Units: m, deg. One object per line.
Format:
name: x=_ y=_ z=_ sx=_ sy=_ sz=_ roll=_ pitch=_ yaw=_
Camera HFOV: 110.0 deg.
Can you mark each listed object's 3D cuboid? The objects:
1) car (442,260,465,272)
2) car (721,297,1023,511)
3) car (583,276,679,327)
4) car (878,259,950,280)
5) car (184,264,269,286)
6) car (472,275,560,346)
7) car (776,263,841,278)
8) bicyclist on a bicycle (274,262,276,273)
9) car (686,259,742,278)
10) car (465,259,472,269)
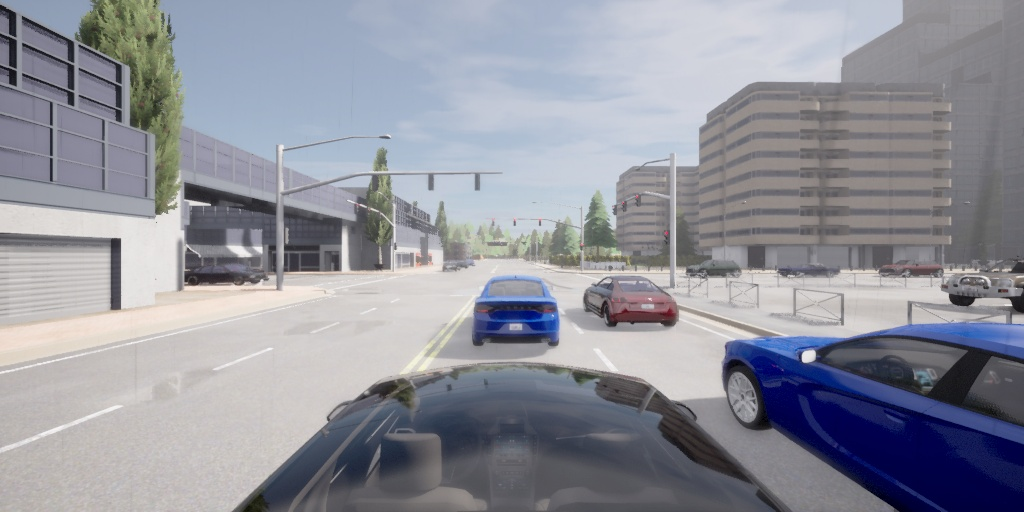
car: x=-7.840 y=1.242 z=46.823 sx=2.128 sy=1.511 sz=4.902 roll=0 pitch=0 yaw=0
car: x=3.603 y=1.228 z=2.576 sx=1.882 sy=1.535 sz=5.008 roll=0 pitch=0 yaw=0
car: x=3.604 y=1.314 z=11.560 sx=1.994 sy=1.385 sz=4.181 roll=0 pitch=0 yaw=0
car: x=37.476 y=1.102 z=33.760 sx=4.553 sy=1.767 sz=2.097 roll=0 pitch=0 yaw=-1
car: x=-19.935 y=1.297 z=24.744 sx=5.357 sy=1.411 sz=2.033 roll=0 pitch=0 yaw=-1
car: x=0.096 y=1.228 z=9.429 sx=1.882 sy=1.535 sz=5.008 roll=0 pitch=0 yaw=0
car: x=27.679 y=1.351 z=33.575 sx=4.718 sy=1.301 sz=1.895 roll=0 pitch=0 yaw=-1
bicyclist on a bicycle: x=-25.833 y=1.053 z=39.649 sx=0.582 sy=1.620 sz=1.656 roll=0 pitch=0 yaw=-1
car: x=18.692 y=1.102 z=33.391 sx=4.553 sy=1.767 sz=2.097 roll=0 pitch=0 yaw=-1
car: x=-7.976 y=1.314 z=56.783 sx=1.994 sy=1.385 sz=4.181 roll=0 pitch=0 yaw=-1
